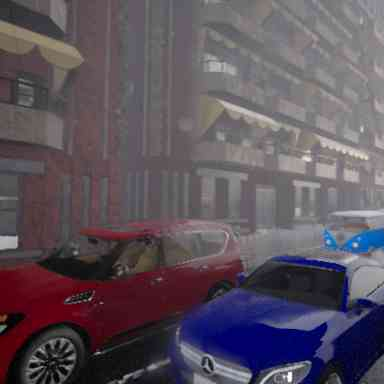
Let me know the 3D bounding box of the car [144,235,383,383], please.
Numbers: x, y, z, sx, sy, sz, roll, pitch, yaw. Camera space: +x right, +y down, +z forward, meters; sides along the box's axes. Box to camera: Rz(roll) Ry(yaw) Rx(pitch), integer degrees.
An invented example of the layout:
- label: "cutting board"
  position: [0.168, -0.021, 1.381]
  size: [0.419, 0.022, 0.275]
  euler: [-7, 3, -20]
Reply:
- label: "car"
  position: [1.775, 1.648, 4.861]
  size: [4.674, 1.442, 1.812]
  euler: [1, -2, -45]

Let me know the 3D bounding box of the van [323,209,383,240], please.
- label: "van"
  position: [6.759, 1.664, 13.367]
  size: [3.998, 1.788, 1.690]
  euler: [1, -1, -45]

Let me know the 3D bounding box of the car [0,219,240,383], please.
- label: "car"
  position: [-1.104, 1.464, 5.593]
  size: [5.009, 1.841, 2.192]
  euler: [1, 0, -45]
